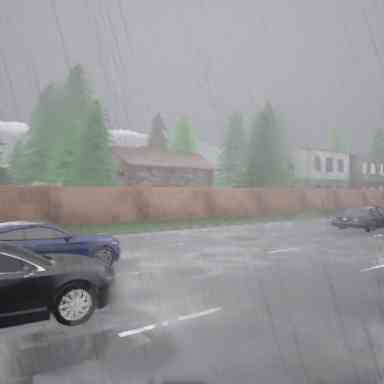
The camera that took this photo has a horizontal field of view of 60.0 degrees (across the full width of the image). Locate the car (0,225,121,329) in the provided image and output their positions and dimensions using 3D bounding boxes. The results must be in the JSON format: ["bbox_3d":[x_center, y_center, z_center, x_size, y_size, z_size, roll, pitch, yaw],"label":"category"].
[{"bbox_3d":[-3.664,1.505,5.432,4.892,1.490,1.837,0,0,-36],"label":"car"}]

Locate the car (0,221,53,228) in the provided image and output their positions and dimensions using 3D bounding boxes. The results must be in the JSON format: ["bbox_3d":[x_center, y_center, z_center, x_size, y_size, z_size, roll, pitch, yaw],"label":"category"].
[{"bbox_3d":[-4.308,1.526,9.257,4.674,1.442,1.812,0,0,-35],"label":"car"}]

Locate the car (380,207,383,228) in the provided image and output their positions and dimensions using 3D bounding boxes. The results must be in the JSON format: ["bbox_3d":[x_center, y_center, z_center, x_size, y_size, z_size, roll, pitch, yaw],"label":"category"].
[{"bbox_3d":[11.530,1.484,16.276,5.008,1.535,1.882,0,0,-36],"label":"car"}]

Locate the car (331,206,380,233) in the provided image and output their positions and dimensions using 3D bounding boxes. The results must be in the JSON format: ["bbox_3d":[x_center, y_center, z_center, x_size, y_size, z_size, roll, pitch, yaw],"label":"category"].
[{"bbox_3d":[10.489,1.554,19.834,5.357,1.411,2.033,0,0,-36],"label":"car"}]
